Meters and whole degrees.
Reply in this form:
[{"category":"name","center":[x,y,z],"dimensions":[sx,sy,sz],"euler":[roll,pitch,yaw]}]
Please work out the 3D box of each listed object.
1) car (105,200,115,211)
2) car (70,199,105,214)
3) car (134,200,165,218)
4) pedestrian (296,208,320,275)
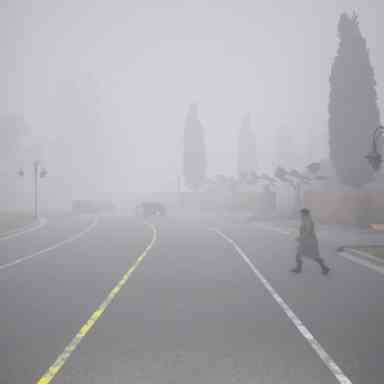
[{"category":"car","center":[-11.396,1.698,41.483],"dimensions":[4.181,1.385,1.994],"euler":[-1,-1,44]},{"category":"car","center":[-11.659,1.588,36.089],"dimensions":[1.837,1.490,4.892],"euler":[1,-1,-39]},{"category":"car","center":[-3.920,1.541,30.488],"dimensions":[1.837,1.490,4.892],"euler":[0,-1,-25]},{"category":"pedestrian","center":[3.132,1.293,9.019],"dimensions":[0.375,1.860,0.375],"euler":[0,0,0]}]
